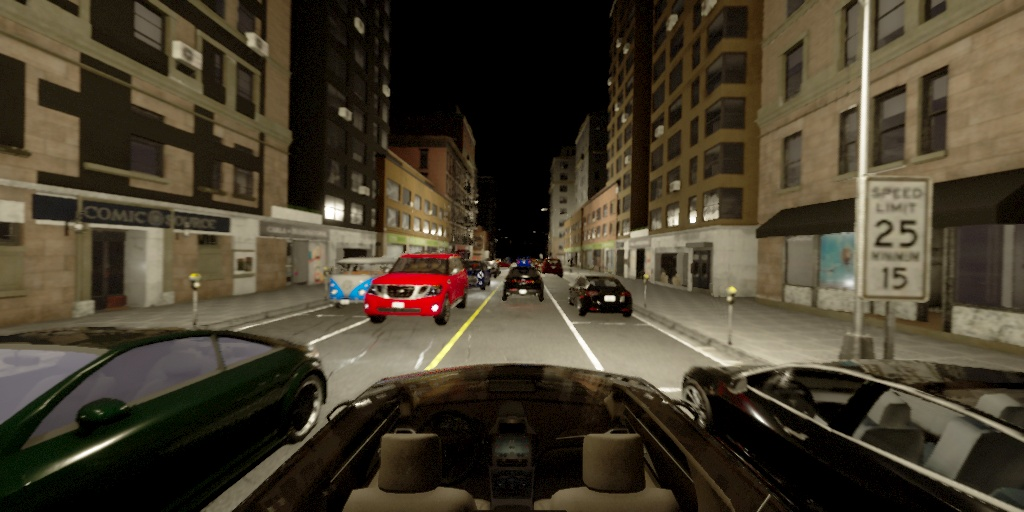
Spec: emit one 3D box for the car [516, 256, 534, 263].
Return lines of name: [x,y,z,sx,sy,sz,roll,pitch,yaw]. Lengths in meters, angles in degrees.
car: [1.763,1.055,54.020,2.150,2.045,5.566,1,0,2]

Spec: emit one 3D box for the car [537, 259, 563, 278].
car: [3.887,1.163,35.423,2.192,1.841,5.009,0,0,2]

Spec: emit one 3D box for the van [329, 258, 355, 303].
van: [-5.353,0.966,13.728,1.690,1.789,3.998,0,0,2]

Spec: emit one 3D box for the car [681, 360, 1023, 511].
car: [2.804,1.376,2.461,1.948,1.339,4.313,0,0,2]

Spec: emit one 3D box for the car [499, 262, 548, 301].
car: [0.559,1.264,17.681,1.837,1.490,4.892,1,0,2]

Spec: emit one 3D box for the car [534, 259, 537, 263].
car: [4.247,1.425,46.409,2.007,1.370,4.403,0,0,2]

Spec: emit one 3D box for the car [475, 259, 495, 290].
car: [-2.484,1.045,22.013,2.097,1.767,4.553,1,0,2]

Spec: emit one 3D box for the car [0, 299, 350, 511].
car: [-3.141,1.241,2.430,1.994,1.385,4.181,1,0,2]

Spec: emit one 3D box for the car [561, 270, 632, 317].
car: [3.165,1.384,13.448,1.948,1.339,4.313,0,0,2]

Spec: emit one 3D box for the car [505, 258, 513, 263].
car: [-1.225,1.429,57.798,1.895,1.301,4.718,1,0,2]

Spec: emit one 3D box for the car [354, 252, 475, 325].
car: [-2.820,0.904,11.963,2.150,2.045,5.566,1,0,2]

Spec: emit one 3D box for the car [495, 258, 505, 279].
car: [-2.109,1.201,32.211,2.128,1.511,4.902,1,0,2]
